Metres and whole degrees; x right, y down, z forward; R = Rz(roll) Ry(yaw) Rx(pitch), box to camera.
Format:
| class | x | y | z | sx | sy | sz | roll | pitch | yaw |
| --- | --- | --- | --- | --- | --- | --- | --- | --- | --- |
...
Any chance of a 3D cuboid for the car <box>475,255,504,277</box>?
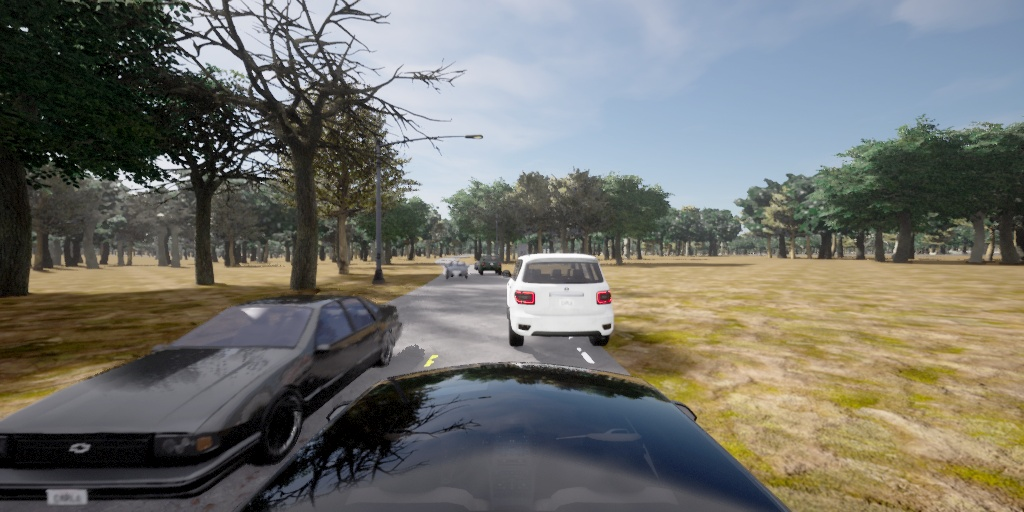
| class | x | y | z | sx | sy | sz | roll | pitch | yaw |
| --- | --- | --- | --- | --- | --- | --- | --- | --- | --- |
| car | -2.371 | 0.898 | 37.738 | 2.150 | 2.045 | 5.566 | 0 | 0 | -9 |

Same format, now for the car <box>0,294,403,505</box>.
| class | x | y | z | sx | sy | sz | roll | pitch | yaw |
| --- | --- | --- | --- | --- | --- | --- | --- | --- | --- |
| car | -3.139 | 1.296 | 5.168 | 2.033 | 1.411 | 5.357 | 0 | 0 | -1 |

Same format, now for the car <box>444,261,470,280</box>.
| class | x | y | z | sx | sy | sz | roll | pitch | yaw |
| --- | --- | --- | --- | --- | --- | --- | --- | --- | --- |
| car | -4.662 | 1.200 | 30.679 | 2.128 | 1.511 | 4.902 | 0 | 0 | -7 |

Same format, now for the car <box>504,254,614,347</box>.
| class | x | y | z | sx | sy | sz | roll | pitch | yaw |
| --- | --- | --- | --- | --- | --- | --- | --- | --- | --- |
| car | 0.964 | 0.967 | 9.497 | 2.150 | 2.045 | 5.566 | 0 | 0 | -2 |
